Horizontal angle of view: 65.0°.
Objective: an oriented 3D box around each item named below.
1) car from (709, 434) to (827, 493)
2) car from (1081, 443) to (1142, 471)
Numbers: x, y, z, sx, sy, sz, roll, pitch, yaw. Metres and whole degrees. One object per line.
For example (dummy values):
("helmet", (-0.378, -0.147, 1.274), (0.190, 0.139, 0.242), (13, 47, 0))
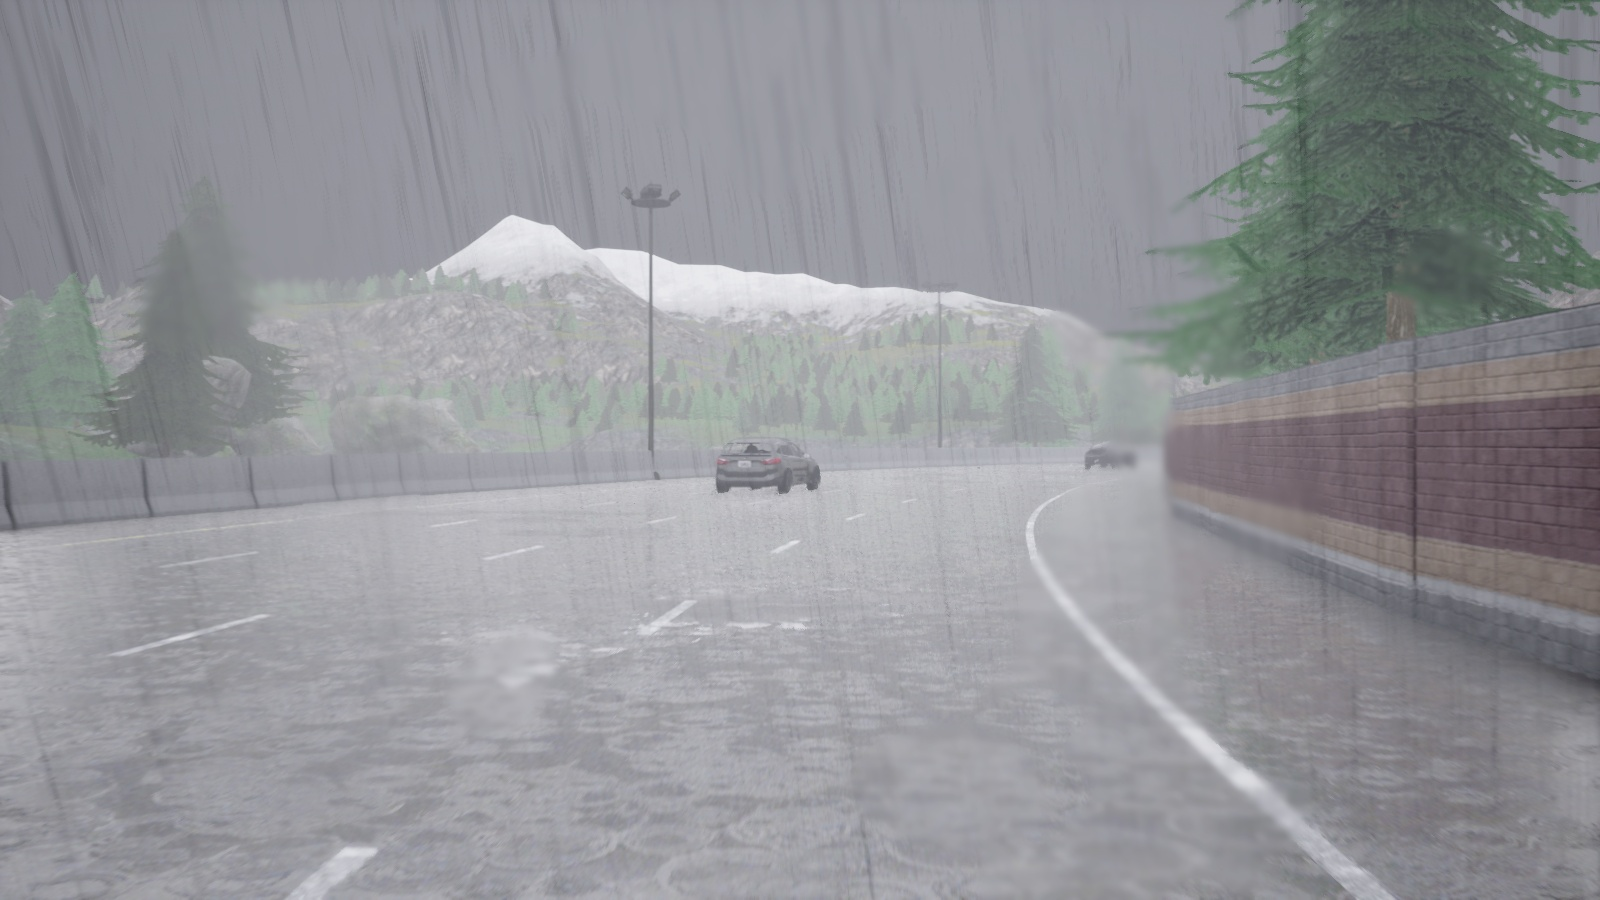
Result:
("car", (-0.892, 0.373, 38.473), (2.242, 1.667, 4.611), (0, 0, 17))
("car", (17.371, 0.378, 69.776), (1.837, 1.490, 4.892), (0, 0, 32))
